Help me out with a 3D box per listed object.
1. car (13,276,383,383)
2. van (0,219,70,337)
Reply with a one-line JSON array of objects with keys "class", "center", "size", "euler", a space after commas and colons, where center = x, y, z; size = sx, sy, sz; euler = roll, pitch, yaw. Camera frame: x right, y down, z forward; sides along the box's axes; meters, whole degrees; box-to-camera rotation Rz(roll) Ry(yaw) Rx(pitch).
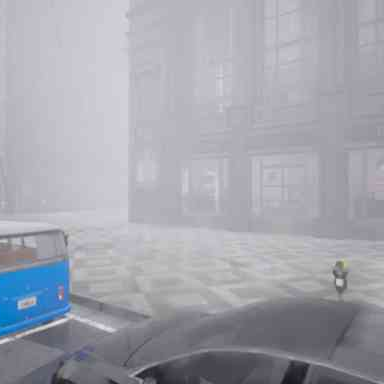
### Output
[{"class": "car", "center": [0.728, 1.568, 2.554], "size": [4.313, 1.339, 1.947], "euler": [0, 0, 36]}, {"class": "van", "center": [-3.866, 1.357, 5.841], "size": [3.998, 1.788, 1.690], "euler": [0, 0, 36]}]
